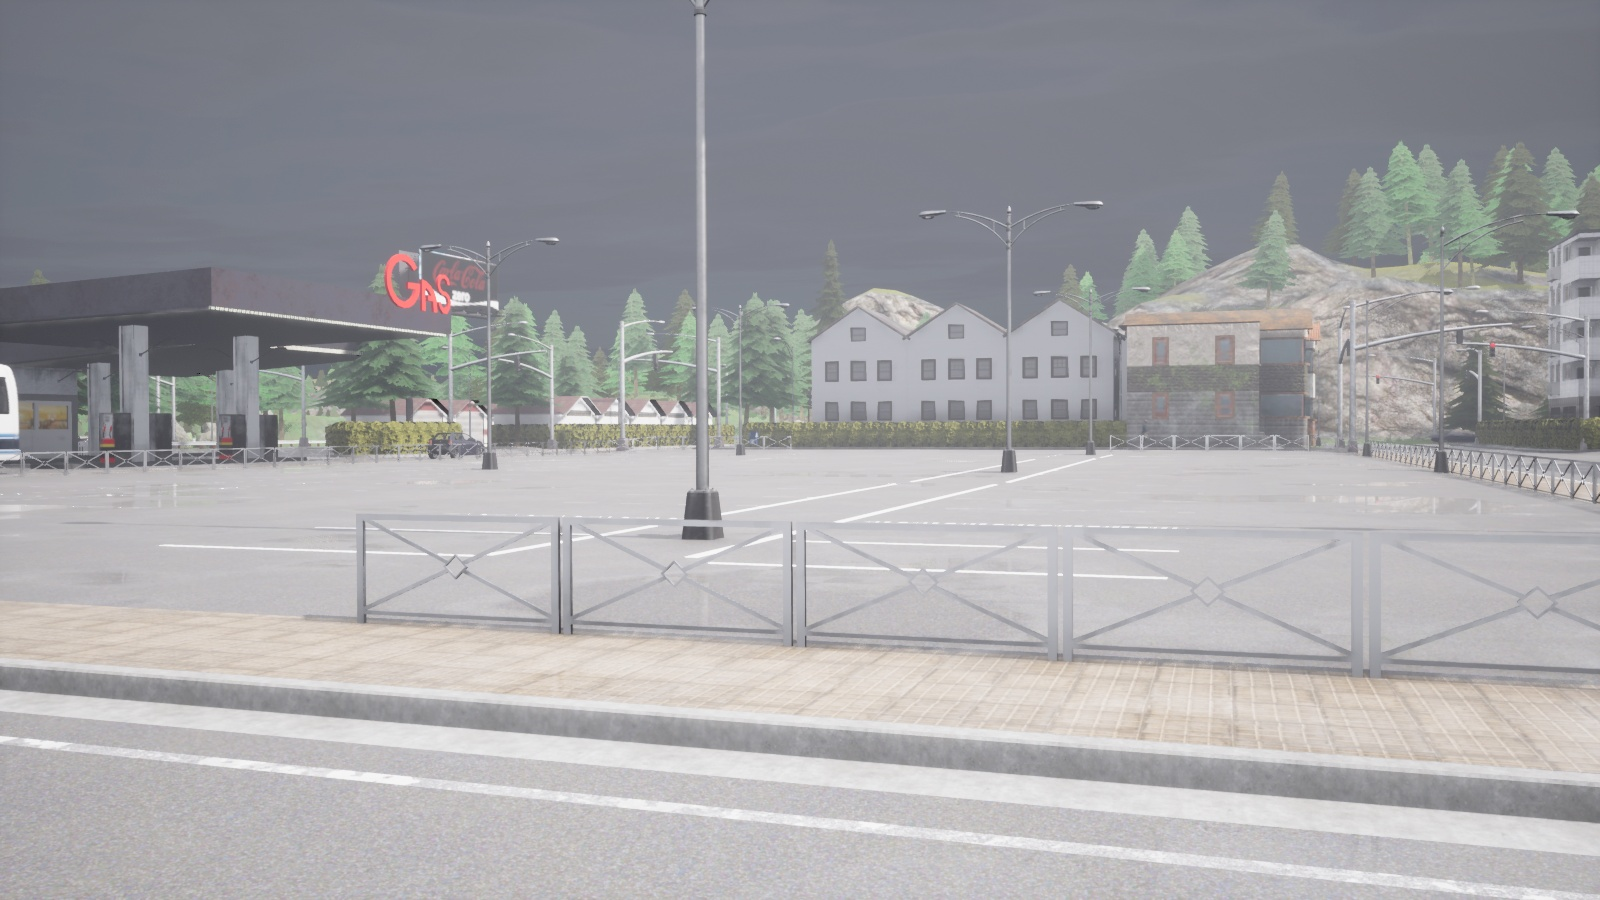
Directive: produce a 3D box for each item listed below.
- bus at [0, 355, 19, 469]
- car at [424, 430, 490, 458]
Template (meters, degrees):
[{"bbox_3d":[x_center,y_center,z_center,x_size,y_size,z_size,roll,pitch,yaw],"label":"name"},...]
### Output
[{"bbox_3d":[-32.959,-1.363,43.067,3.944,4.253,10.273,1,1,19],"label":"bus"},{"bbox_3d":[-19.359,-0.370,71.044,1.845,1.501,3.633,1,1,19],"label":"car"}]
